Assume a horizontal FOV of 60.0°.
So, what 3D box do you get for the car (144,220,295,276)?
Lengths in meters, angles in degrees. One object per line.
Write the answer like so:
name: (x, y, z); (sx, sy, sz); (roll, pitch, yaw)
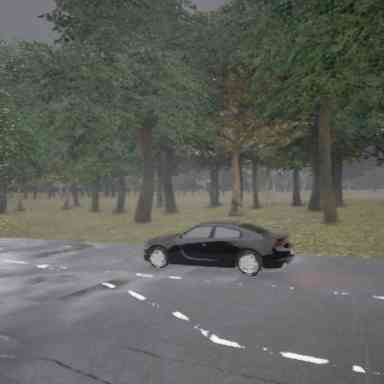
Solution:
car: (0.739, 1.695, 10.901); (5.008, 1.535, 1.882); (-2, -1, 27)
